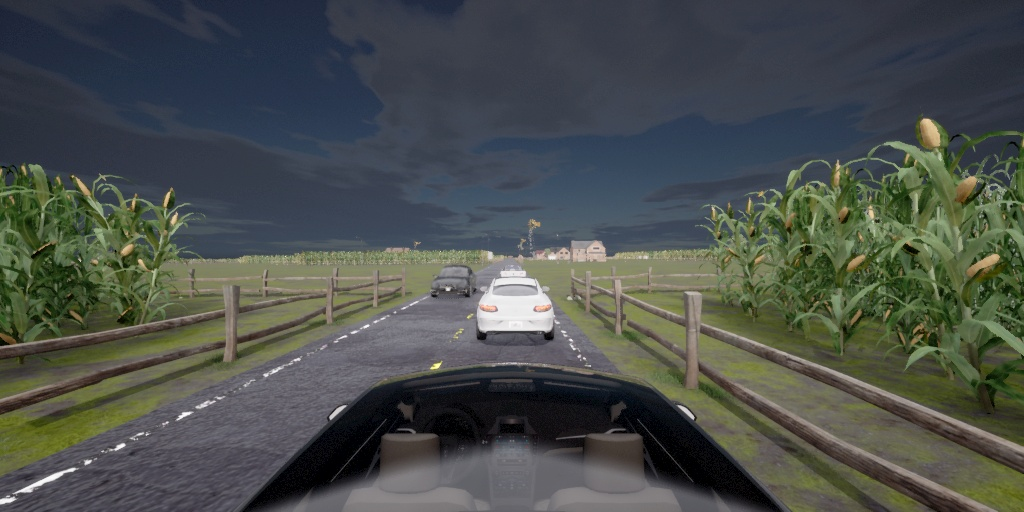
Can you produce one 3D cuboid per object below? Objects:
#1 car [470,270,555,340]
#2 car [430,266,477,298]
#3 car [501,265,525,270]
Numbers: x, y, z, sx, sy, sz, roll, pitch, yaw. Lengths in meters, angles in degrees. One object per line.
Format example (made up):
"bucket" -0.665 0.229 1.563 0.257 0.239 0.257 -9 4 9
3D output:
"car" 0.079 1.279 9.865 1.812 1.442 4.674 0 0 0
"car" -2.868 1.263 18.452 1.837 1.490 4.892 0 0 0
"car" 0.074 1.369 28.335 1.895 1.301 4.718 0 0 -1
